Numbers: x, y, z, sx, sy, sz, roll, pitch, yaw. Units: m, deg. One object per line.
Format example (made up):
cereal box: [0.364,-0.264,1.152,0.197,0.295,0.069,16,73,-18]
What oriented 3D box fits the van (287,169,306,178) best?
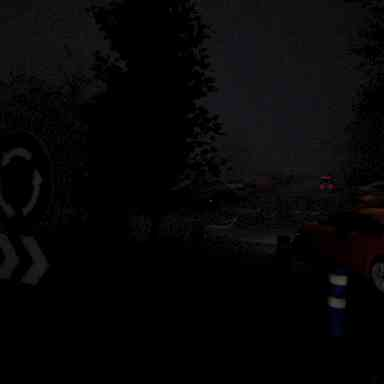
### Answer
van: [26.463,-4.659,84.221,4.442,1.987,1.878,0,4,24]

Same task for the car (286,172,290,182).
car: [12.049,-1.897,51.248,4.792,1.488,2.163,0,4,24]

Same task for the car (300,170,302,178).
car: [18.745,-3.083,66.454,4.892,1.521,2.231,0,4,24]

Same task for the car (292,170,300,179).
car: [17.450,-2.894,63.999,5.366,1.575,1.946,0,4,24]

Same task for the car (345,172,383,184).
car: [23.962,-1.931,45.907,5.008,1.535,2.097,0,4,24]

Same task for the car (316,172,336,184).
car: [19.829,-1.984,48.788,2.128,1.511,4.902,0,4,24]

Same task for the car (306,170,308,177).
car: [24.332,-4.049,79.124,5.008,1.535,2.097,0,4,24]

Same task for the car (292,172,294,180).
car: [14.235,-2.283,56.338,4.792,1.488,2.163,0,4,24]

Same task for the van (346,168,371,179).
van: [33.046,-3.704,66.183,4.442,1.987,1.878,0,4,24]

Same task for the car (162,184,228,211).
car: [-0.310,0.429,23.432,4.792,1.488,2.163,0,4,24]

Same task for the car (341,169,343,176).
car: [27.276,-2.759,53.487,5.566,2.045,2.435,0,4,24]

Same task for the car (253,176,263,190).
car: [4.197,-0.467,33.542,4.892,1.521,2.231,0,4,24]

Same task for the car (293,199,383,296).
car: [4.201,1.107,7.673,1.882,1.535,5.008,0,2,-9]

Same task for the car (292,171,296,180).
car: [15.354,-2.476,58.871,4.792,1.488,2.163,0,4,24]

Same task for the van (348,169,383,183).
van: [25.174,-2.348,48.375,4.442,1.987,1.878,0,4,24]

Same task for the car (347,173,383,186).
car: [21.752,-1.508,40.847,4.792,1.488,2.163,0,4,24]

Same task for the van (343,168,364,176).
van: [39.539,-4.860,81.450,4.442,1.987,1.878,0,4,24]

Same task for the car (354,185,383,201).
car: [10.607,0.598,15.718,5.008,1.535,2.097,0,4,24]

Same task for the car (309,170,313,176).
car: [27.715,-4.878,86.694,5.566,2.045,2.435,0,4,24]

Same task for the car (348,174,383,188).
car: [20.687,-1.313,38.440,4.792,1.488,2.163,0,4,24]

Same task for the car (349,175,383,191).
car: [18.352,-0.878,33.297,4.792,1.488,2.163,0,4,24]

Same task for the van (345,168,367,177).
van: [37.515,-4.474,76.293,4.442,1.987,1.878,0,4,24]

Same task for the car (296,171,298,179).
car: [16.474,-2.669,61.404,4.792,1.488,2.163,0,4,24]

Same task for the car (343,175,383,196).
car: [14.858,-0.261,25.782,5.366,1.575,1.946,0,4,24]

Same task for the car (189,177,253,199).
car: [1.971,-0.285,28.451,5.566,2.045,2.435,0,4,24]

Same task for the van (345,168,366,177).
van: [38.581,-4.658,78.707,4.442,1.987,1.878,0,4,24]

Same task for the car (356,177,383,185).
car: [11.753,0.256,18.221,4.553,1.767,2.185,0,4,24]

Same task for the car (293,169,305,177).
car: [20.808,-3.473,71.597,5.366,1.575,1.946,0,4,24]

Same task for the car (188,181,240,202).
car: [0.839,0.183,25.947,5.008,1.535,2.097,0,4,24]

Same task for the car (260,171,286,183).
car: [10.927,-1.857,48.707,4.553,1.767,2.185,0,4,24]

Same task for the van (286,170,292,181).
van: [13.241,-2.345,53.730,4.442,1.987,1.878,0,4,24]

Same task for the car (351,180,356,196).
car: [12.769,0.204,20.669,4.792,1.488,2.163,0,4,24]

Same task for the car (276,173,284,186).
car: [8.835,-1.331,43.592,5.366,1.575,1.946,0,4,24]

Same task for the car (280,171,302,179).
car: [22.066,-3.788,74.061,4.553,1.767,2.185,0,4,24]

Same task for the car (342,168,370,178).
car: [36.264,-4.307,73.822,5.566,2.045,2.435,0,4,24]

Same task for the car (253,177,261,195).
car: [3.242,-0.254,30.937,5.366,1.575,1.946,0,4,24]

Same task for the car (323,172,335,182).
car: [23.981,-2.712,58.181,1.882,1.535,5.008,0,4,24]

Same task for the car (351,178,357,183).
car: [13.910,-0.002,23.185,4.674,1.452,2.002,0,4,24]

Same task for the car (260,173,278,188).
car: [7.427,-1.129,41.323,5.366,1.575,1.946,0,4,24]

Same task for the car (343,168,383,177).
car: [17.278,-0.942,30.729,5.566,2.045,2.435,0,4,24]

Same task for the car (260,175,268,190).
car: [5.140,-0.688,36.150,5.366,1.575,1.946,0,4,24]
